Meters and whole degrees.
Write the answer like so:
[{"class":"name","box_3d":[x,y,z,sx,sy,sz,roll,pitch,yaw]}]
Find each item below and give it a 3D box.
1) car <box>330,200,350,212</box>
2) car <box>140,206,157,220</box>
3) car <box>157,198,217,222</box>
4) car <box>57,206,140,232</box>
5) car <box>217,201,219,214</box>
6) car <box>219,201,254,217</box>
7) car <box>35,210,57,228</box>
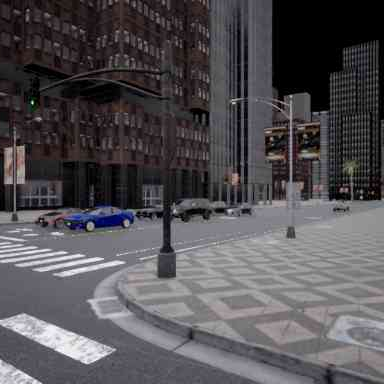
[{"class":"car","box_3d":[24.186,2.429,53.682,2.033,1.411,5.357,0,-1,34]},{"class":"car","box_3d":[-3.286,1.974,31.988,1.895,1.301,4.718,0,-1,35]},{"class":"car","box_3d":[-0.309,1.608,30.570,2.150,2.045,5.566,0,-1,35]},{"class":"car","box_3d":[-6.095,1.717,22.365,1.882,1.535,5.008,0,-1,35]},{"class":"car","box_3d":[2.540,1.872,40.237,2.097,1.767,4.553,0,-1,35]},{"class":"car","box_3d":[5.610,2.026,38.945,2.128,1.511,4.902,0,-1,35]},{"class":"car","box_3d":[-8.959,1.794,23.938,1.994,1.385,4.181,0,-1,36]}]
